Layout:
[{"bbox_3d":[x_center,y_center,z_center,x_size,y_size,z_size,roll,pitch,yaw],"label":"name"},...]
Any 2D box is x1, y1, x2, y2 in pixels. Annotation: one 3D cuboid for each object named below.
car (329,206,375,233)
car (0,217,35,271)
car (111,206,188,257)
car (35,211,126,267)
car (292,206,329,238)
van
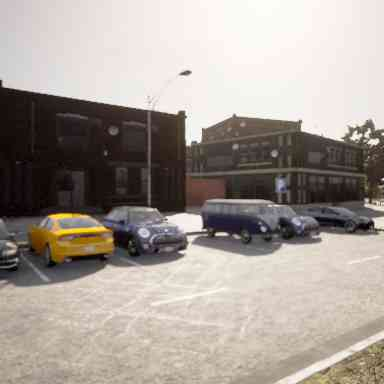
[{"bbox_3d":[9.163,1.672,21.452,2.163,1.488,4.792,0,0,-35],"label":"car"},{"bbox_3d":[-6.604,1.490,10.255,2.231,1.521,4.892,1,0,-35],"label":"car"},{"bbox_3d":[-2.092,1.421,13.502,2.185,1.767,4.553,1,0,-35],"label":"car"},{"bbox_3d":[-4.436,1.516,11.787,2.097,1.535,5.008,1,0,-35],"label":"car"},{"bbox_3d":[4.702,1.491,18.346,2.185,1.767,4.553,0,0,-35],"label":"car"},{"bbox_3d":[2.421,1.372,16.538,1.878,1.987,4.442,1,0,-35],"label":"van"}]
